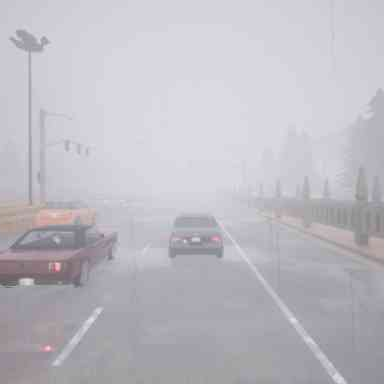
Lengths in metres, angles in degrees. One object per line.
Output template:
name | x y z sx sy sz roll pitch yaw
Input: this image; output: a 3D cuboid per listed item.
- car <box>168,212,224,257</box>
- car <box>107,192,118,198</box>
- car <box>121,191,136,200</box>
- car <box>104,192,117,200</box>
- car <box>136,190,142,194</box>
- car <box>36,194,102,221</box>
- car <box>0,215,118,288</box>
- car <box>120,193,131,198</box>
car | 0.131 1.456 12.457 2.033 1.411 5.357 0 1 0
car | -20.569 0.750 85.995 1.812 1.442 4.674 0 1 0
car | -13.656 0.927 70.052 1.994 1.385 4.181 0 1 0
car | -17.156 0.927 70.071 1.994 1.385 4.181 0 1 0
car | -13.570 0.454 85.722 2.150 2.045 5.566 0 1 0
car | -6.836 1.204 18.645 2.097 1.767 4.553 0 1 0
car | -3.383 1.541 9.065 1.895 1.301 4.718 0 1 0
car | -17.070 0.824 85.745 1.895 1.301 4.718 0 1 0
